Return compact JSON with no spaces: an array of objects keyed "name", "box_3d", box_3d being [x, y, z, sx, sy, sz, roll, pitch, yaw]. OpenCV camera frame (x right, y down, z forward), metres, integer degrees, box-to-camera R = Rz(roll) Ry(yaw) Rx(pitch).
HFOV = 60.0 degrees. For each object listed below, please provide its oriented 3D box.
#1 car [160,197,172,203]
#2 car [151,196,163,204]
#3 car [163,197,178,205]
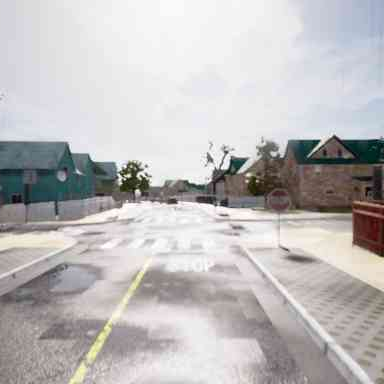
[{"name":"car","box_3d":[-5.839,1.772,74.331,1.895,1.301,4.718,0,-1,-12]},{"name":"car","box_3d":[-7.347,1.542,68.043,1.812,1.442,4.674,0,0,-10]},{"name":"car","box_3d":[-3.879,1.669,64.400,1.837,1.490,4.892,0,0,-10]}]
